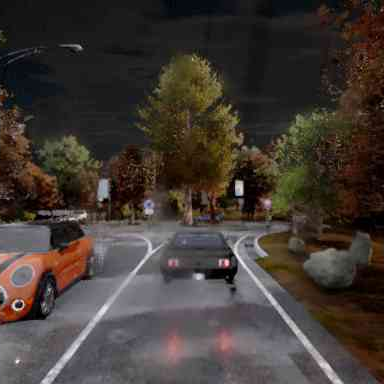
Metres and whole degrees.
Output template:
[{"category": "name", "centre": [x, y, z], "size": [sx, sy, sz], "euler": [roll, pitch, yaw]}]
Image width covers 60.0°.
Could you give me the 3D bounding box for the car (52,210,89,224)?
[{"category": "car", "centre": [-18.558, 3.826, 51.213], "size": [2.150, 2.045, 5.566], "euler": [-2, -4, 23]}]

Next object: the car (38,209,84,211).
[{"category": "car", "centre": [-12.899, 2.588, 31.517], "size": [5.566, 2.045, 2.150], "euler": [-3, -5, 41]}]

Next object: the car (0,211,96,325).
[{"category": "car", "centre": [-3.715, 1.466, 7.489], "size": [2.097, 1.767, 4.553], "euler": [0, -1, -2]}]

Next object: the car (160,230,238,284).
[{"category": "car", "centre": [0.189, 1.793, 10.130], "size": [1.895, 1.301, 4.718], "euler": [0, -2, 1]}]

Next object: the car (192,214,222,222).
[{"category": "car", "centre": [2.673, 4.705, 60.492], "size": [5.357, 1.411, 2.033], "euler": [-1, -4, 21]}]

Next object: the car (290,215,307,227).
[{"category": "car", "centre": [13.156, 3.515, 41.057], "size": [2.033, 1.411, 5.357], "euler": [-1, -4, 14]}]
